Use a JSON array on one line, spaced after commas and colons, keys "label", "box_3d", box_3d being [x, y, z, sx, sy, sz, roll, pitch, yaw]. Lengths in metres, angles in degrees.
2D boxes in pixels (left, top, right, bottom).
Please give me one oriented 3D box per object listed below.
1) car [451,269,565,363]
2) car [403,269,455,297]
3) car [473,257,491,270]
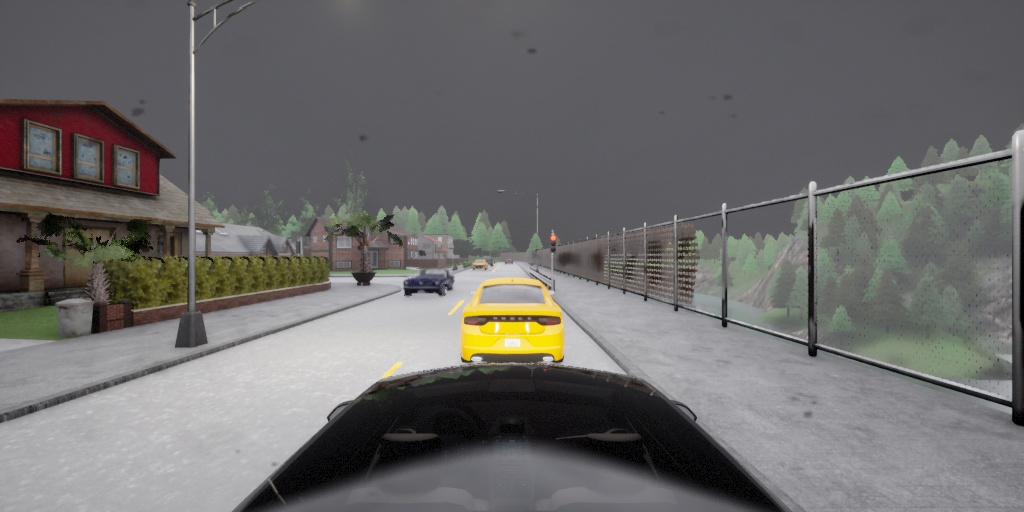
[{"label": "car", "box_3d": [0.005, 1.228, 8.183, 1.882, 1.535, 5.008, 0, 0, 0]}, {"label": "car", "box_3d": [-4.242, 1.351, 18.905, 1.895, 1.301, 4.718, 0, 0, 0]}, {"label": "car", "box_3d": [-4.523, 1.227, 51.442, 1.882, 1.535, 5.008, 0, 0, 0]}]
